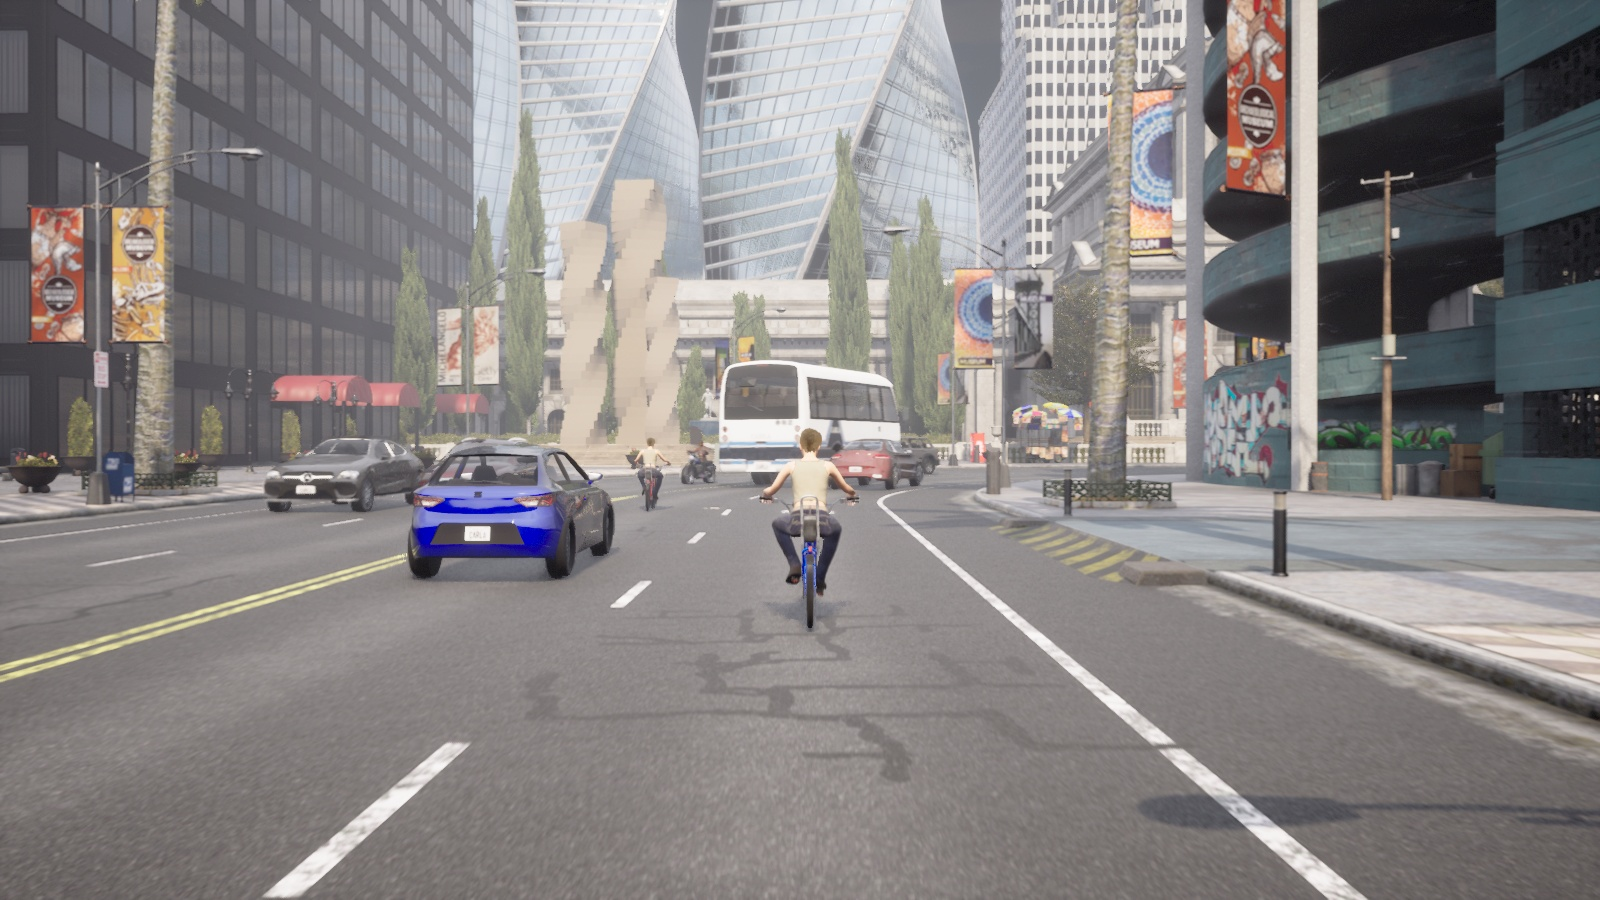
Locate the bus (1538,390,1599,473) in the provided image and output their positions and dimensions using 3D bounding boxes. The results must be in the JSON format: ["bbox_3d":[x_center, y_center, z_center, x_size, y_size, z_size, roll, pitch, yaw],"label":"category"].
[{"bbox_3d":[45.590,-0.970,66.834,10.273,4.253,3.944,0,0,0],"label":"bus"}]

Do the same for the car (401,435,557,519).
[{"bbox_3d":[-6.813,0.517,27.252,2.033,1.649,4.856,0,0,1],"label":"car"}]

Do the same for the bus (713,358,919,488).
[{"bbox_3d":[0.911,-0.892,46.613,3.944,4.253,10.273,0,0,24],"label":"bus"}]

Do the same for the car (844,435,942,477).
[{"bbox_3d":[4.261,0.244,57.298,1.932,1.855,4.605,0,0,45],"label":"car"}]

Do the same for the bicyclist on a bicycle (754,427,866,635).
[{"bbox_3d":[0.080,0.624,10.509,0.866,1.612,1.509,0,0,0],"label":"bicyclist on a bicycle"}]

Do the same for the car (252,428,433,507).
[{"bbox_3d":[-10.292,0.355,28.718,2.152,1.651,5.027,0,0,2],"label":"car"}]

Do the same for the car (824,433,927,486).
[{"bbox_3d":[2.577,0.292,41.691,2.152,1.651,5.027,0,0,19],"label":"car"}]

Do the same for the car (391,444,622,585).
[{"bbox_3d":[-3.397,0.671,15.354,1.816,1.474,4.193,0,0,0],"label":"car"}]

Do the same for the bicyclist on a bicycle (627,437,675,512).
[{"bbox_3d":[-3.297,0.523,27.847,0.866,1.612,1.509,0,0,1],"label":"bicyclist on a bicycle"}]

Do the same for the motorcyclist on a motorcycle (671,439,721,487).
[{"bbox_3d":[-3.684,0.441,44.883,0.766,1.649,2.350,0,1,23],"label":"motorcyclist on a motorcycle"}]
